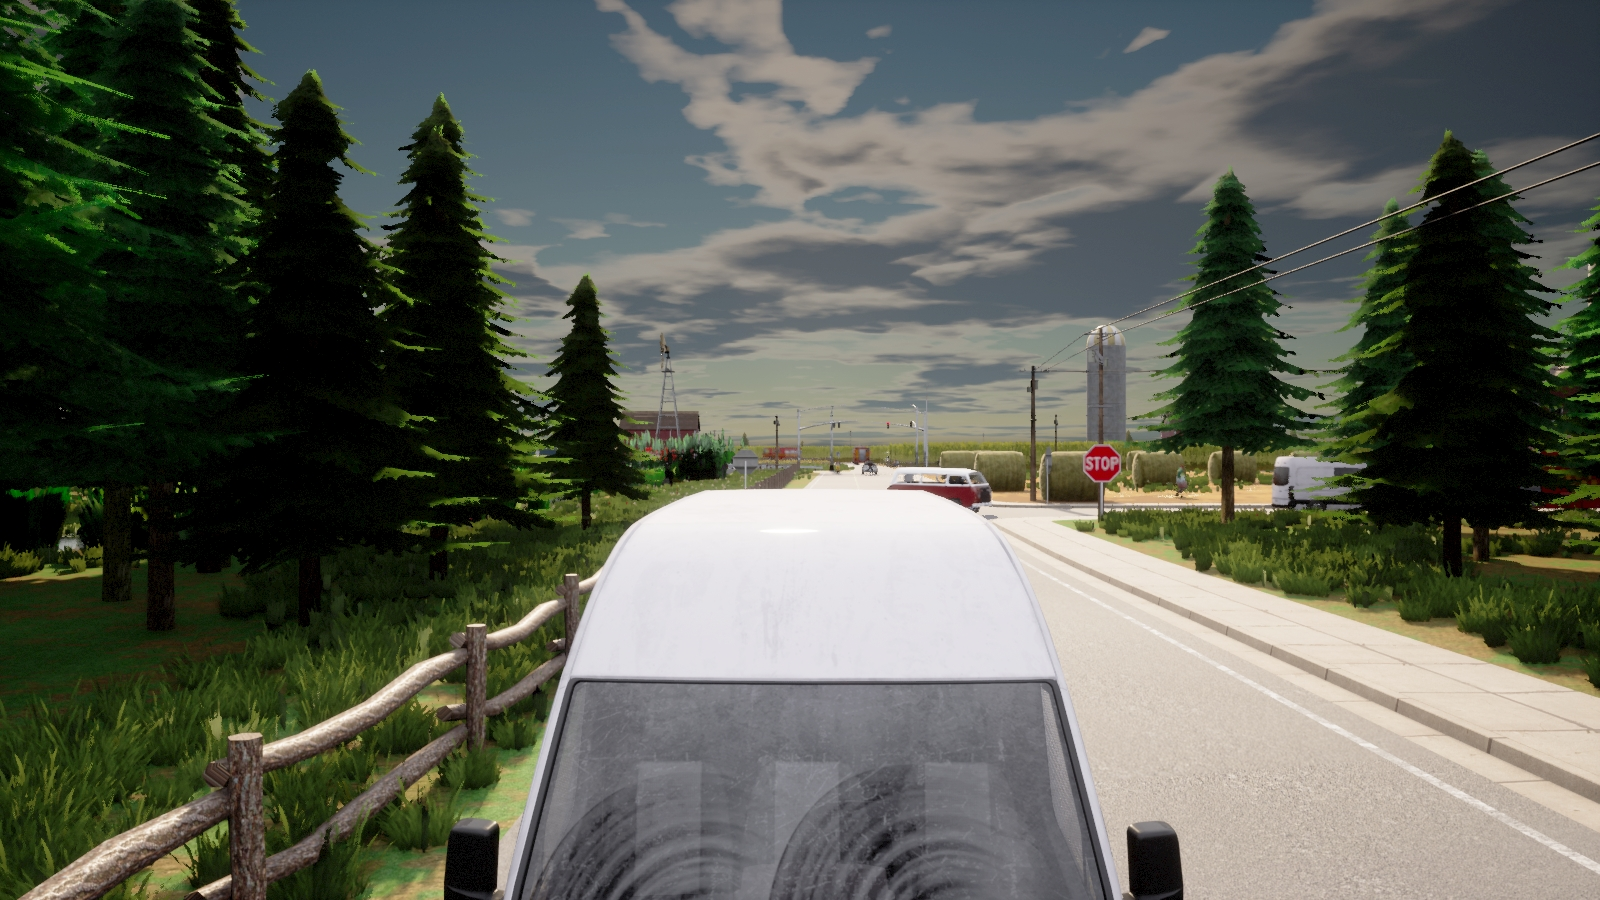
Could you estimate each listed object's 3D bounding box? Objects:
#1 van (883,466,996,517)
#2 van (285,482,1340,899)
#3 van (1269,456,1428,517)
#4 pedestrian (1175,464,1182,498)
[{"bbox_3d":[6.071,1.767,49.887,4.480,2.038,2.069,0,0,33],"label":"van"},{"bbox_3d":[0.056,1.508,5.110,1.988,2.561,5.915,0,0,1],"label":"van"},{"bbox_3d":[23.500,1.534,49.089,5.915,2.561,1.988,0,0,-1],"label":"van"},{"bbox_3d":[20.872,1.682,63.020,0.375,1.860,0.375,0,0,21],"label":"pedestrian"}]
